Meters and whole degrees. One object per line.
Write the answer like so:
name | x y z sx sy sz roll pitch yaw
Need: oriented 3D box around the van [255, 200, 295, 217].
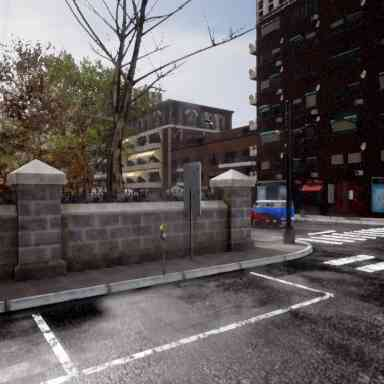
van | 7.312 1.643 30.184 1.690 1.788 3.998 -1 0 -36

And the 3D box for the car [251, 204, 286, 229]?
car | 4.459 1.834 24.268 1.994 1.385 4.181 0 -1 -36
